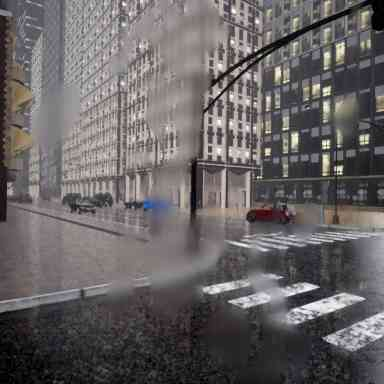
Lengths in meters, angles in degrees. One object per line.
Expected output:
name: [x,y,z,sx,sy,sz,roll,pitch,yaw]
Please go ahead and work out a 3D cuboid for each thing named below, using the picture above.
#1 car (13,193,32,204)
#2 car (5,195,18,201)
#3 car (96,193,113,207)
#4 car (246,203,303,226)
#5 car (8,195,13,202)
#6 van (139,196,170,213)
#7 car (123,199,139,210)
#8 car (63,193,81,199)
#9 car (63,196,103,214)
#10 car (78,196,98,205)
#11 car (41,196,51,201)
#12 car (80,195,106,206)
car: [-30.481,1.155,60.555,2.192,1.841,5.009,1,-1,-35]
car: [-40.296,1.378,74.369,2.008,1.369,4.403,1,-1,-35]
car: [-14.448,1.255,53.171,2.150,2.045,5.566,1,-1,-35]
car: [5.785,1.505,23.957,1.967,1.590,4.097,1,-1,-35]
car: [-37.026,1.397,69.763,1.947,1.339,4.313,1,-1,-35]
van: [-4.026,1.382,37.774,1.690,1.788,3.998,1,-1,-35]
car: [-7.300,1.584,42.378,2.008,1.369,4.403,1,-1,-35]
car: [-20.002,1.182,55.628,2.150,2.045,5.566,1,-1,-35]
car: [-10.861,1.427,32.921,2.008,1.369,4.403,1,-1,-35]
car: [-18.456,1.526,58.874,1.837,1.490,4.892,1,-1,-35]
car: [-36.737,1.570,83.825,1.802,1.307,4.206,1,-1,-35]
car: [-14.540,1.536,48.024,1.994,1.385,4.181,1,-1,-37]
